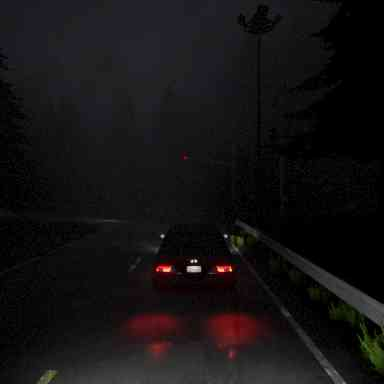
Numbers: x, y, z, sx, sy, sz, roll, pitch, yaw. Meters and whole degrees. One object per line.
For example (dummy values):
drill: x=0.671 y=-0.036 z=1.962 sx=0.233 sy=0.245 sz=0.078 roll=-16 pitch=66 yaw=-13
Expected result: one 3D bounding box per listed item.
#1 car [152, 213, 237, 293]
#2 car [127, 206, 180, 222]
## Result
car: x=0.055 y=1.547 z=8.985 sx=2.033 sy=1.411 sz=5.357 roll=0 pitch=0 yaw=0
car: x=-3.588 y=2.039 z=31.234 sx=5.008 sy=1.535 sz=1.882 roll=1 pitch=-3 yaw=-4
